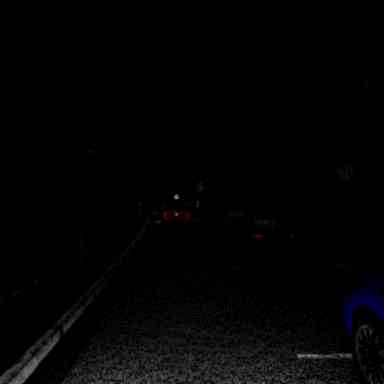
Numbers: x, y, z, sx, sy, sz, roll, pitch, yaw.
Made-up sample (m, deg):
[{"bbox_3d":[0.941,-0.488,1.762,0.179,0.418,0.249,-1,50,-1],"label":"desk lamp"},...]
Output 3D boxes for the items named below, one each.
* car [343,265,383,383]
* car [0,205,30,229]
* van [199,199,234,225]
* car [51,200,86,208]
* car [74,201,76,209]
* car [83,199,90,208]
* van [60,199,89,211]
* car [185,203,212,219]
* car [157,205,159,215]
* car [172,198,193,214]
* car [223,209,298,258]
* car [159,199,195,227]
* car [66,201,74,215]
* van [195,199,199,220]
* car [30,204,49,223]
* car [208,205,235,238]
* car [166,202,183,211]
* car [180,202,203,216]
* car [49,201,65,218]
[{"bbox_3d":[3.009,1.228,1.920,2.435,2.045,5.566,0,0,0],"label":"car"},{"bbox_3d":[-14.586,1.489,22.692,5.566,2.045,2.435,0,-1,-5],"label":"car"},{"bbox_3d":[1.848,1.480,24.147,1.878,1.987,4.442,0,-1,-4],"label":"van"},{"bbox_3d":[-17.488,2.248,44.466,5.366,1.575,1.946,0,-1,-10],"label":"car"},{"bbox_3d":[-17.194,2.232,41.745,4.674,1.452,2.002,0,-1,-10],"label":"car"},{"bbox_3d":[-19.860,2.219,54.998,5.566,2.045,2.435,0,-1,-12],"label":"car"},{"bbox_3d":[-20.328,2.292,57.706,4.442,1.987,1.878,0,-1,-13],"label":"van"},{"bbox_3d":[0.623,1.974,35.069,2.163,1.488,4.792,0,-1,-7],"label":"car"},{"bbox_3d":[-3.537,2.135,42.960,1.882,1.535,5.008,0,-1,-9],"label":"car"},{"bbox_3d":[-1.393,1.957,47.295,2.150,2.045,5.566,0,-1,-10],"label":"car"},{"bbox_3d":[2.634,1.586,12.958,2.002,1.452,4.674,0,-1,-3],"label":"car"},{"bbox_3d":[-1.256,1.607,25.163,2.097,1.767,4.553,0,-1,-5],"label":"car"},{"bbox_3d":[-16.712,2.159,39.058,4.792,1.488,2.163,0,-1,-9],"label":"car"},{"bbox_3d":[1.279,1.593,29.656,1.878,1.987,4.442,0,-1,-6],"label":"van"},{"bbox_3d":[-15.168,1.890,28.120,4.792,1.488,2.163,0,-1,-6],"label":"car"},{"bbox_3d":[2.287,1.654,18.489,2.002,1.452,4.674,0,-1,-4],"label":"car"},{"bbox_3d":[-3.090,2.411,56.130,2.128,1.511,4.902,0,-1,-12],"label":"car"},{"bbox_3d":[-0.160,2.068,40.505,2.097,1.535,5.008,0,-1,-8],"label":"car"},{"bbox_3d":[-15.915,2.000,33.657,4.892,1.521,2.231,0,-1,-8],"label":"car"}]
